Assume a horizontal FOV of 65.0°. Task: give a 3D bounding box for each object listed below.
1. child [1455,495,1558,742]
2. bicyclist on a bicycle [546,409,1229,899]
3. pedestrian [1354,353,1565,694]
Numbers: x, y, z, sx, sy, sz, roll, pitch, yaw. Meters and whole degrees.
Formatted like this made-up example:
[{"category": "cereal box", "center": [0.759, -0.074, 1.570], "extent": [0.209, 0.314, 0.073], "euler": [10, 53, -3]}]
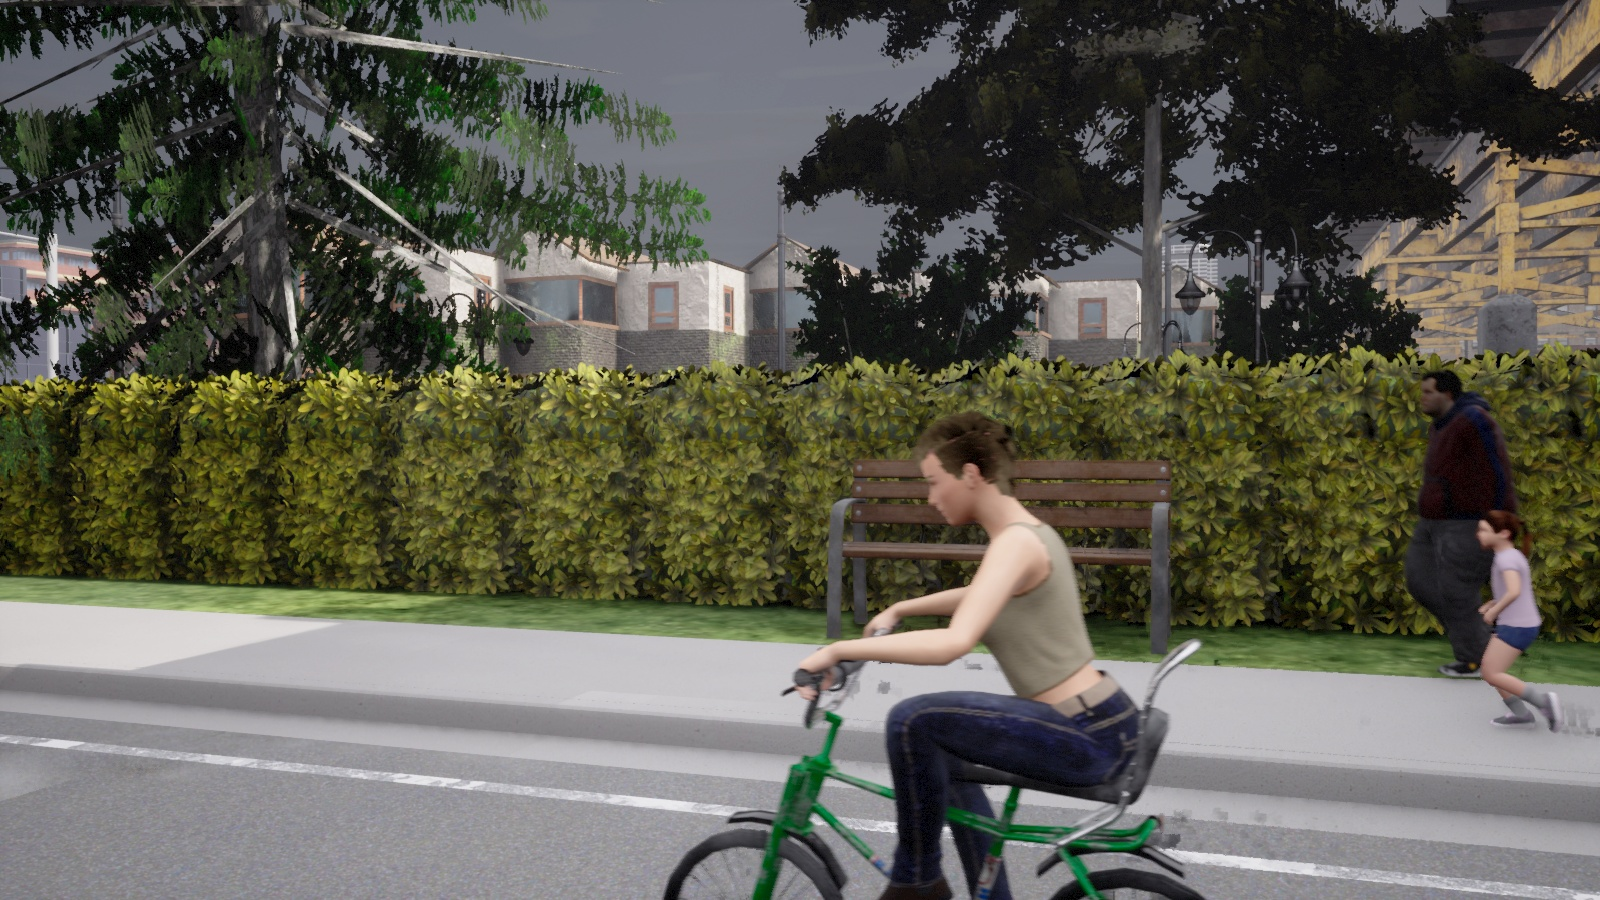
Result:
[{"category": "child", "center": [3.336, 0.780, 5.945], "extent": [0.394, 1.110, 0.255], "euler": [1, 1, 26]}, {"category": "bicyclist on a bicycle", "center": [0.255, 0.714, 3.122], "extent": [1.509, 1.612, 0.866], "euler": [1, 1, 18]}, {"category": "pedestrian", "center": [3.735, 0.391, 7.174], "extent": [0.899, 1.844, 0.634], "euler": [0, 1, 10]}]
